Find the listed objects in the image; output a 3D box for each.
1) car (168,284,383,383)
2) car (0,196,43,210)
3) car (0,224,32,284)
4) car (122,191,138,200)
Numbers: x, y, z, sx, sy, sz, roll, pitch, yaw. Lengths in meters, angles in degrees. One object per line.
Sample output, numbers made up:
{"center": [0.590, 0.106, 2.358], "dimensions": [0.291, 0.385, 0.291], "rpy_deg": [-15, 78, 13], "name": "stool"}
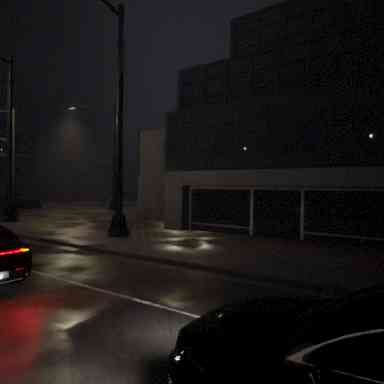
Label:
{"center": [2.012, 1.505, 2.560], "dimensions": [4.892, 1.490, 1.837], "rpy_deg": [0, 0, 35], "name": "car"}
{"center": [-17.367, 1.093, 33.671], "dimensions": [1.994, 1.385, 4.181], "rpy_deg": [1, 1, 36], "name": "car"}
{"center": [-5.826, 1.414, 8.121], "dimensions": [4.892, 1.490, 1.837], "rpy_deg": [1, 0, 35], "name": "car"}
{"center": [-8.364, 0.648, 45.992], "dimensions": [1.837, 1.490, 4.892], "rpy_deg": [1, 1, 36], "name": "car"}
